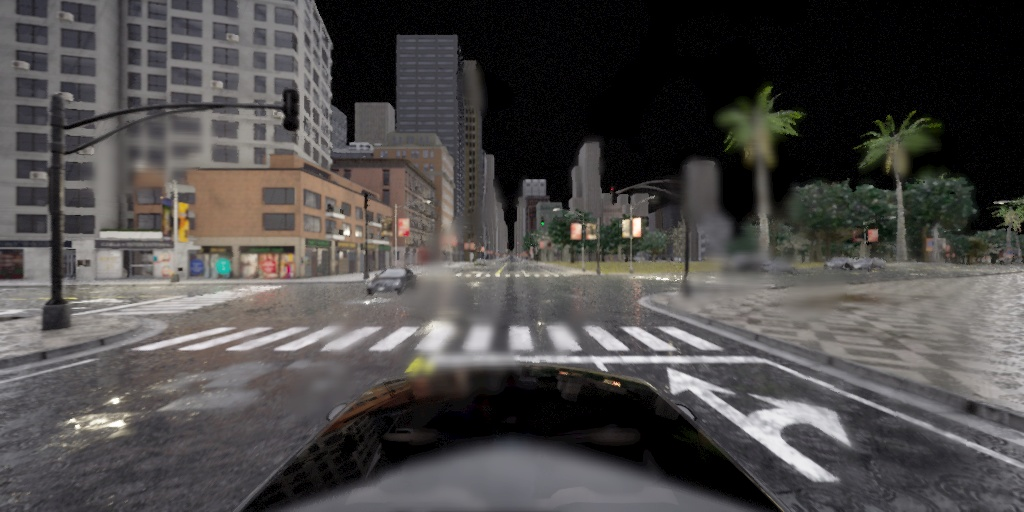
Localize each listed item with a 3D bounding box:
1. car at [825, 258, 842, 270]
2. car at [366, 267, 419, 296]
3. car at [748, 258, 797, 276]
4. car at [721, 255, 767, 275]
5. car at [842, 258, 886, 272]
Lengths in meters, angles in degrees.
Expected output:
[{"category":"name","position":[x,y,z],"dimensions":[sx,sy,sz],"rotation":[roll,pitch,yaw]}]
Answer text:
[{"category":"car","position":[41.901,1.002,45.605],"dimensions":[4.902,1.511,2.128],"rotation":[0,0,-24]},{"category":"car","position":[-6.535,1.378,20.208],"dimensions":[1.812,1.442,4.674],"rotation":[0,0,0]},{"category":"car","position":[25.703,1.206,35.052],"dimensions":[4.181,1.385,1.994],"rotation":[-1,0,-22]},{"category":"car","position":[24.965,0.870,38.252],"dimensions":[5.566,2.045,2.150],"rotation":[0,0,-22]},{"category":"car","position":[41.546,1.007,41.891],"dimensions":[4.902,1.511,2.128],"rotation":[-1,0,-24]}]
